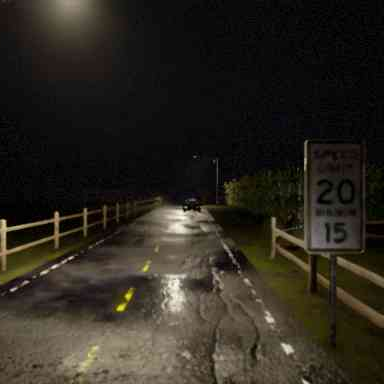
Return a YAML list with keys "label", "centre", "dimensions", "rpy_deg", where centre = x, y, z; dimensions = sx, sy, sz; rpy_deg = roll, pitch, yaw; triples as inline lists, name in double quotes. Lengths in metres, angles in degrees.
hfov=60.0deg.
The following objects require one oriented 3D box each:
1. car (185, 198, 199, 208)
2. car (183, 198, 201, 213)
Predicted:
- label: "car"
  centre: [0.005, 1.546, 47.448]
  dimensions: [1.994, 1.385, 4.181]
  rpy_deg: [0, 0, 0]
- label: "car"
  centre: [-0.004, 1.591, 36.379]
  dimensions: [1.895, 1.301, 4.718]
  rpy_deg: [0, 0, 0]
